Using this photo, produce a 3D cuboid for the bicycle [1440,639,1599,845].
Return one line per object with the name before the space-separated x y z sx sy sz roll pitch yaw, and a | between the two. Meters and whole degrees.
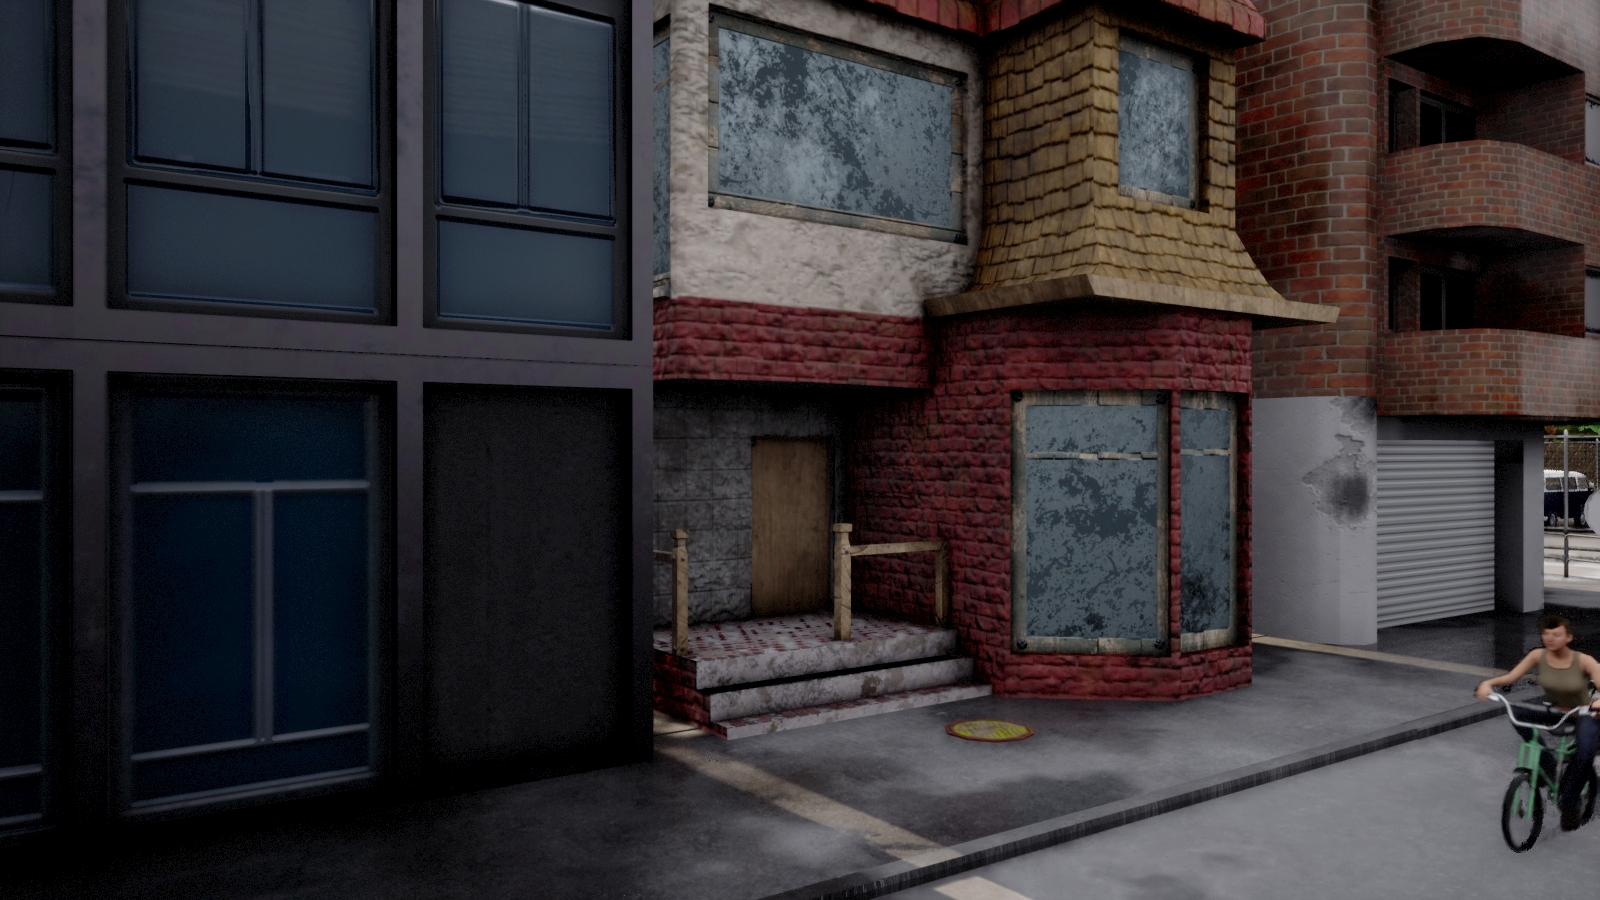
bicycle | 5.418 2.032 8.231 1.487 1.080 0.859 0 0 -36
